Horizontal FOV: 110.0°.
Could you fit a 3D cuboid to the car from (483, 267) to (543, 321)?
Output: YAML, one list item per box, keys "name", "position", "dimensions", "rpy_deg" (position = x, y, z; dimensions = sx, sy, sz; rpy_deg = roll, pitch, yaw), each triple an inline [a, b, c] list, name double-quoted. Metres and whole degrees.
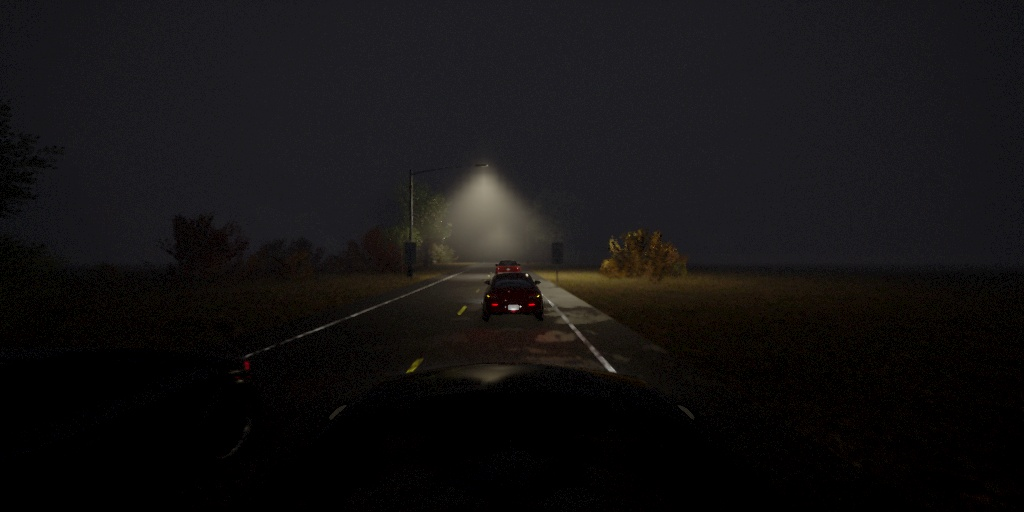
- name: "car"
  position: [0.017, 1.272, 12.343]
  dimensions: [1.812, 1.442, 4.674]
  rpy_deg: [0, 0, -1]

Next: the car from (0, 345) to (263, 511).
- name: "car"
  position: [-3.610, 1.315, 2.037]
  dimensions: [1.994, 1.385, 4.181]
  rpy_deg: [0, 0, 0]

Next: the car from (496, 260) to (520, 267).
- name: "car"
  position: [-0.338, 1.081, 30.836]
  dimensions: [2.097, 1.767, 4.553]
  rpy_deg: [0, 0, -1]
